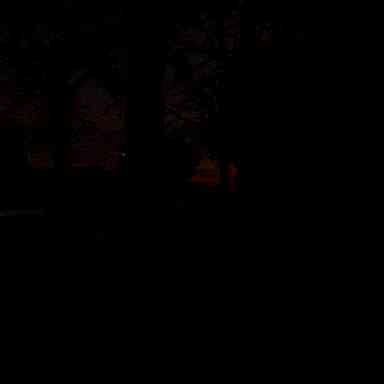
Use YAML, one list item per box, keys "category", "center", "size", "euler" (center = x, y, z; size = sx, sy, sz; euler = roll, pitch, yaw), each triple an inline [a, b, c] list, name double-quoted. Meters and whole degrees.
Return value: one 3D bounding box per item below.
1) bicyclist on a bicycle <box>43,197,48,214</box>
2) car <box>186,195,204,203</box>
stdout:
- category: "bicyclist on a bicycle"
  center: [-14.073, 1.355, 32.397]
  size: [1.656, 1.620, 0.582]
  euler: [-1, 0, 36]
- category: "car"
  center: [0.628, 1.310, 64.082]
  size: [2.033, 1.411, 5.357]
  euler: [1, 0, 23]
